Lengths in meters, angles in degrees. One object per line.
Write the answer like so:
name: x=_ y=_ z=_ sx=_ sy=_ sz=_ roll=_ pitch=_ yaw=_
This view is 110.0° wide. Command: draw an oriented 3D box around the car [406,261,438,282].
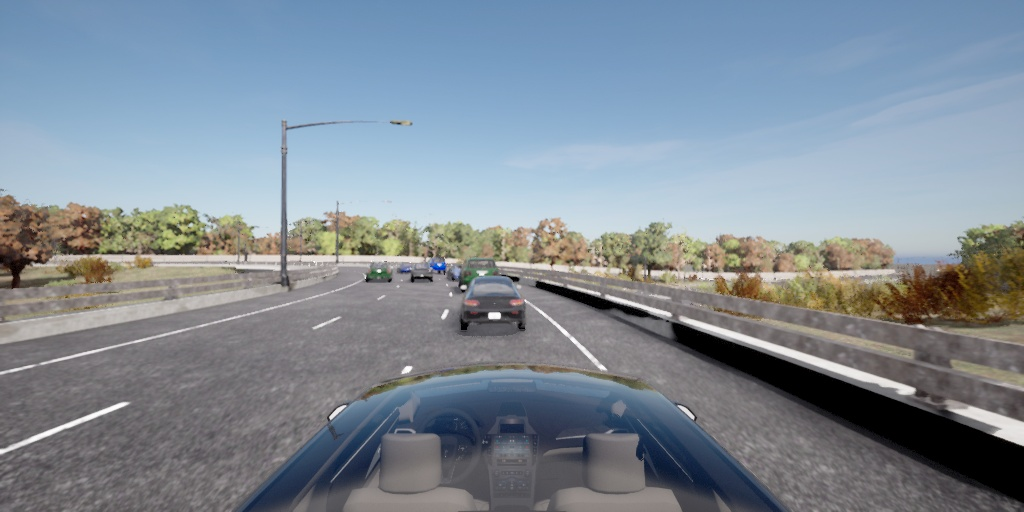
car: x=-8.239 y=1.470 z=32.467 sx=2.128 sy=1.511 sz=4.902 roll=0 pitch=0 yaw=-17

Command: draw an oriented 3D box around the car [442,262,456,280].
car: x=-5.106 y=1.534 z=34.170 sx=2.033 sy=1.411 sz=5.357 roll=0 pitch=0 yaw=-17

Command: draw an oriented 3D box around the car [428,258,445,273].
car: x=-10.195 y=1.309 z=47.701 sx=2.150 sy=2.045 sz=5.566 roll=0 pitch=0 yaw=-23

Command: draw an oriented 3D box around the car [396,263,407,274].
car: x=-14.256 y=1.658 z=48.066 sx=1.994 sy=1.385 sz=4.181 roll=0 pitch=0 yaw=-26

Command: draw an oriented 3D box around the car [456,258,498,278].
car: x=-2.100 y=1.122 z=22.201 sx=2.150 sy=2.045 sz=5.566 roll=0 pitch=0 yaw=-11

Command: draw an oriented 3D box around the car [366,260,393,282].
car: x=-11.835 y=1.330 z=32.227 sx=2.097 sy=1.767 sz=4.553 roll=0 pitch=0 yaw=-17

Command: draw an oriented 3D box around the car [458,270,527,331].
car: x=-0.636 y=1.344 z=11.253 sx=1.812 sy=1.442 sz=4.674 roll=0 pitch=0 yaw=-5
